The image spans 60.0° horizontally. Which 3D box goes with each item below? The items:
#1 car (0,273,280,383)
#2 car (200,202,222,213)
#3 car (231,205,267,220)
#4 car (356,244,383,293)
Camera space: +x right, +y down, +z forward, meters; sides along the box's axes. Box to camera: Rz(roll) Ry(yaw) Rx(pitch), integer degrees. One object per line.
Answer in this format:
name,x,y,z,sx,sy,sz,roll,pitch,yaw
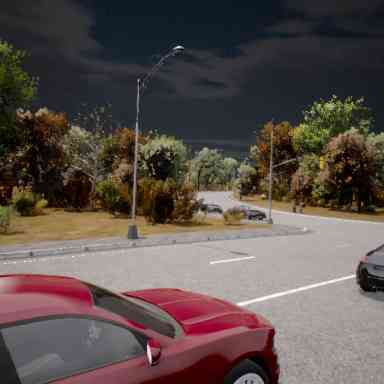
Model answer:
car,-1.371,1.479,2.768,5.008,1.535,1.882,0,0,-36
car,2.558,2.084,44.757,1.994,1.385,4.181,3,0,-19
car,5.797,2.179,36.053,2.033,1.411,5.357,3,-1,-26
car,5.777,1.665,7.922,4.181,1.385,1.994,1,-1,-35
